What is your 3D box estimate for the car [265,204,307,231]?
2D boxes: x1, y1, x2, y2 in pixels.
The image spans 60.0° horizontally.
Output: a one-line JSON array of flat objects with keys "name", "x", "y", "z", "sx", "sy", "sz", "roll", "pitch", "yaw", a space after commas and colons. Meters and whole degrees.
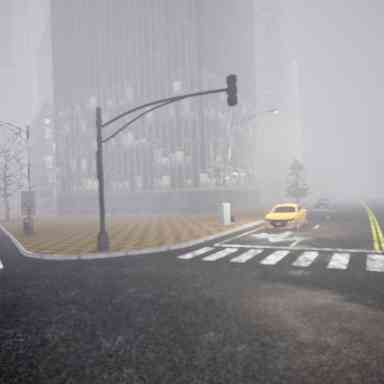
[{"name": "car", "x": 6.008, "y": 1.511, "z": 21.036, "sx": 1.882, "sy": 1.535, "sz": 5.008, "roll": -2, "pitch": 0, "yaw": 27}]

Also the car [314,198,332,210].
[{"name": "car", "x": 16.674, "y": 1.412, "z": 42.220, "sx": 2.033, "sy": 1.411, "sz": 5.357, "roll": -2, "pitch": -1, "yaw": 26}]
